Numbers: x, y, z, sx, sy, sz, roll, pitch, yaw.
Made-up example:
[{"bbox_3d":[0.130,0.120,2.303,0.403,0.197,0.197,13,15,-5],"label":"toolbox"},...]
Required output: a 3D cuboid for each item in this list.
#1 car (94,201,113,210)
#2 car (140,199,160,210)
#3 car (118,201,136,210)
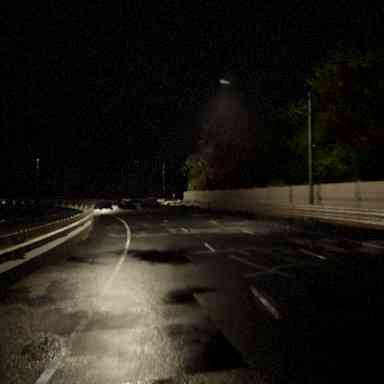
[{"bbox_3d":[-13.747,2.074,51.635,1.812,1.442,4.674,0,0,-29],"label":"car"},{"bbox_3d":[-6.800,1.869,53.550,2.097,1.767,4.553,0,0,-28],"label":"car"},{"bbox_3d":[-10.333,2.097,52.695,1.994,1.385,4.181,0,-1,-29],"label":"car"}]
